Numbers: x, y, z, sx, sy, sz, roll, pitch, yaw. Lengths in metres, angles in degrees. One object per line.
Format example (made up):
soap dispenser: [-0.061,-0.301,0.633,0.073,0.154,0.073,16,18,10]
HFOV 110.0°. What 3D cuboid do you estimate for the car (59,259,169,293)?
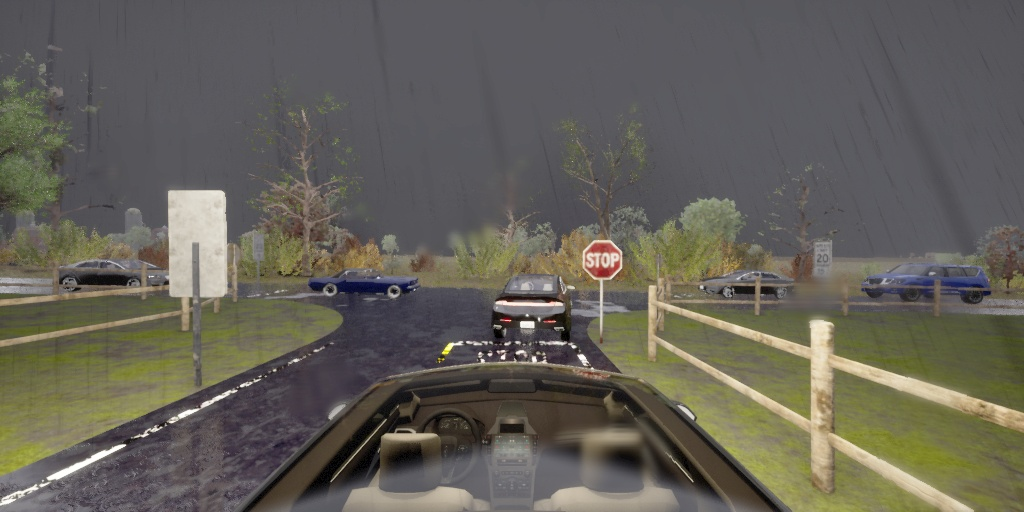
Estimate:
car: [-18.490,0.885,17.020,4.902,1.511,2.128,1,1,0]

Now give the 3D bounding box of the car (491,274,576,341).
car: [0.706,1.240,9.973,2.128,1.511,4.902,0,0,9]

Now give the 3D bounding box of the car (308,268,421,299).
car: [-6.823,1.248,17.004,4.718,1.301,1.895,1,1,0]

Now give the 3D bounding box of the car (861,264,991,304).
car: [22.899,1.466,19.922,5.566,2.045,2.150,1,1,0]

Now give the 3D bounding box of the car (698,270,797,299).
car: [13.003,1.525,19.932,4.902,1.511,2.128,1,1,0]
